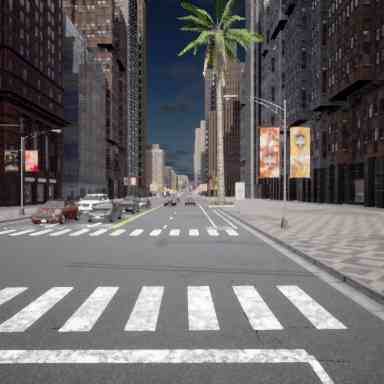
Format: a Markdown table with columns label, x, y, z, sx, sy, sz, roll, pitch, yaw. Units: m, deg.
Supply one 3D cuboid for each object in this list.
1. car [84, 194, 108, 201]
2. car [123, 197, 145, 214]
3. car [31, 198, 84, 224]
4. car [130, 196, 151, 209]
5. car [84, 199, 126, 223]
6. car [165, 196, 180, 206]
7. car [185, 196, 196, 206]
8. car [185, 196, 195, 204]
| label | x | y | z | sx | sy | sz | roll | pitch | yaw |
| --- | --- | --- | --- | --- | --- | --- | --- | --- | --- |
| car | -10.035 | 1.231 | 34.247 | 2.150 | 2.045 | 5.566 | 0 | 0 | 0 |
| car | -6.794 | 1.558 | 35.839 | 2.033 | 1.411 | 5.357 | 0 | 0 | 0 |
| car | -9.980 | 1.356 | 24.590 | 2.097 | 1.767 | 4.553 | 0 | 0 | 0 |
| car | -6.841 | 1.513 | 46.135 | 2.128 | 1.511 | 4.902 | 0 | 0 | 0 |
| car | -6.736 | 1.531 | 26.015 | 1.812 | 1.442 | 4.674 | 0 | 0 | 0 |
| car | -3.452 | 1.636 | 54.956 | 1.895 | 1.301 | 4.718 | 0 | 0 | 0 |
| car | -0.308 | 1.585 | 56.112 | 2.033 | 1.411 | 5.357 | 0 | 0 | 0 |
| car | -0.366 | 1.538 | 66.534 | 1.882 | 1.535 | 5.008 | 0 | 0 | 0 |
